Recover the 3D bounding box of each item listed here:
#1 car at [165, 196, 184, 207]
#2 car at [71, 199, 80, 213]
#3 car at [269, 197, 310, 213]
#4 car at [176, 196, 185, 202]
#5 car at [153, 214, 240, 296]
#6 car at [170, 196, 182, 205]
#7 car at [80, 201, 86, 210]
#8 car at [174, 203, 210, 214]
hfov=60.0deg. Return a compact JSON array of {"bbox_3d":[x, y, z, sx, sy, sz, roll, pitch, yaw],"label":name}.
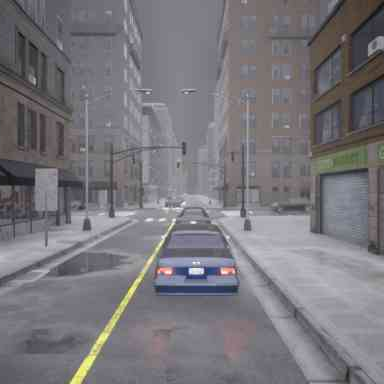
[{"bbox_3d":[-2.810,1.351,49.838,2.097,1.767,4.553,0,0,1],"label":"car"},{"bbox_3d":[-14.311,1.523,33.813,4.674,1.442,1.812,0,0,-1],"label":"car"},{"bbox_3d":[10.886,1.353,36.679,4.553,1.767,2.097,0,0,0],"label":"car"},{"bbox_3d":[-2.654,1.599,78.884,1.895,1.301,4.718,0,0,0],"label":"car"},{"bbox_3d":[0.094,1.547,8.807,2.033,1.411,5.357,0,0,0],"label":"car"},{"bbox_3d":[-2.758,1.526,58.567,1.812,1.442,4.674,0,0,0],"label":"car"},{"bbox_3d":[-14.697,1.539,39.283,4.313,1.339,1.947,0,0,0],"label":"car"},{"bbox_3d":[0.086,1.563,19.353,1.994,1.385,4.181,0,0,1],"label":"car"}]
